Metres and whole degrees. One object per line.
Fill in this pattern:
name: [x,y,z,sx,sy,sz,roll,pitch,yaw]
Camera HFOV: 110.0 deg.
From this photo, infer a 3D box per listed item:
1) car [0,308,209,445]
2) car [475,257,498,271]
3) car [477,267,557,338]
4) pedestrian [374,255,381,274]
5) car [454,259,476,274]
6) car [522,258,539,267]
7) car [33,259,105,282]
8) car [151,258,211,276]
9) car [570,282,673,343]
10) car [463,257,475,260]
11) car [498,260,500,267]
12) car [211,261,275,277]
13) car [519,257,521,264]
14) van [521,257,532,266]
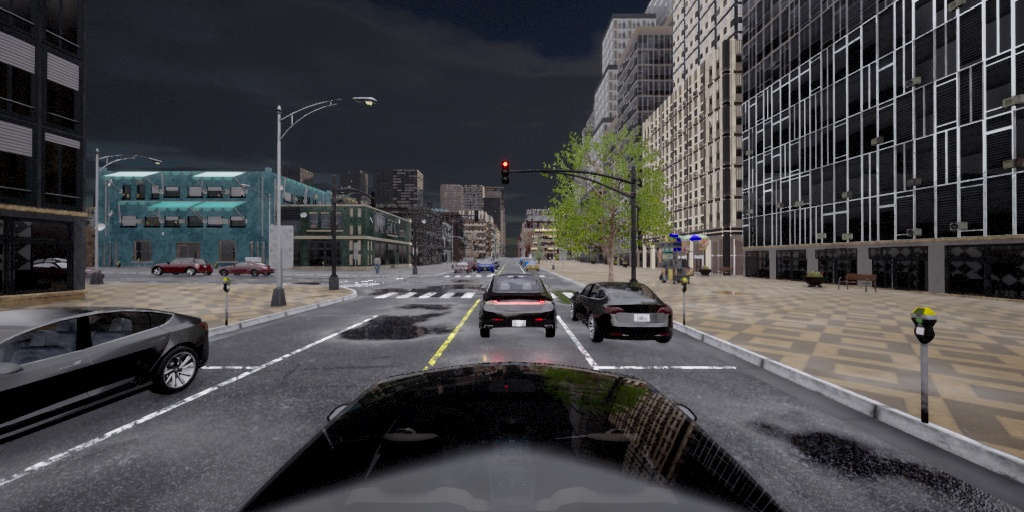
car: [-5.689,1.316,3.972,1.948,1.339,4.313,0,0,0]
car: [-3.103,1.230,43.661,1.882,1.535,5.008,0,0,0]
car: [0.110,1.242,10.182,2.128,1.511,4.902,0,0,-1]
pedestrian: [-12.751,0.789,33.992,0.375,1.860,0.375,0,-1,-1]
car: [-5.692,1.334,41.987,1.802,1.307,4.207,0,0,0]
car: [2.688,1.278,47.711,1.751,1.417,4.829,0,0,0]
car: [-28.251,0.980,22.442,4.207,1.307,1.802,0,0,-1]
car: [-28.370,0.879,30.822,4.097,1.591,1.967,0,0,-1]
car: [2.691,1.316,9.512,1.948,1.339,4.313,0,0,0]
car: [-5.692,1.068,47.538,2.192,1.841,5.009,0,0,0]
car: [-3.082,1.318,53.512,1.994,1.385,4.181,0,0,1]
car: [-22.823,1.090,30.900,4.207,1.307,1.802,0,0,-1]
car: [2.687,1.305,64.194,2.007,1.370,4.403,0,0,0]
van: [2.688,1.094,53.093,1.690,1.789,3.998,0,0,0]
